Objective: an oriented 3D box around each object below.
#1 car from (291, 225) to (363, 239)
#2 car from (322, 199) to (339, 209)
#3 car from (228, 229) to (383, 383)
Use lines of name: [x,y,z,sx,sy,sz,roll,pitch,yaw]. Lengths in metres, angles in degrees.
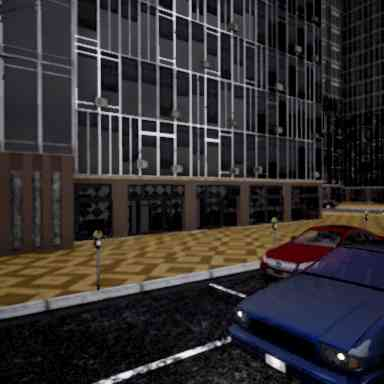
car: [3.642,1.548,8.707,4.206,1.307,1.802,0,0,-36]
car: [18.982,1.714,48.067,2.008,1.369,4.403,-1,0,-36]
car: [3.100,1.524,5.288,5.357,1.411,2.033,0,0,-36]
